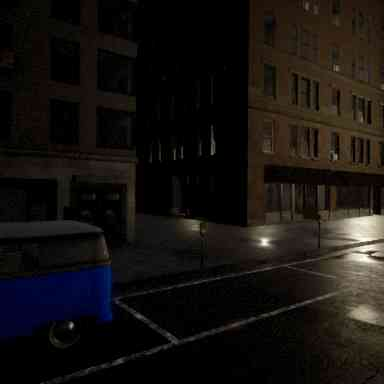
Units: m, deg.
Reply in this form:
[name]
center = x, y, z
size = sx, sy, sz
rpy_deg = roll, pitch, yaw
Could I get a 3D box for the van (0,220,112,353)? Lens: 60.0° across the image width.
[van]
center = -3.114, 1.341, 4.531
size = 3.998, 1.788, 1.690
rpy_deg = 0, 1, -36
